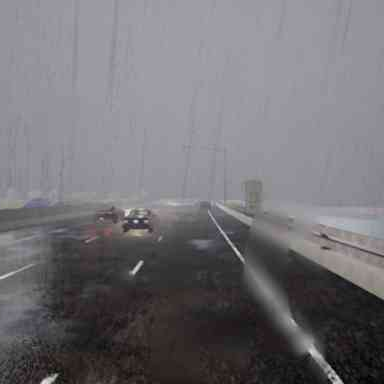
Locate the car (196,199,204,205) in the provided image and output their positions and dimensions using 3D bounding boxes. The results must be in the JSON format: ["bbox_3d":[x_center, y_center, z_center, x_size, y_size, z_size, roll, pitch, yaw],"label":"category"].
[{"bbox_3d":[2.072,2.522,83.886,1.994,1.385,4.181,0,-1,3],"label":"car"}]

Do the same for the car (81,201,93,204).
[{"bbox_3d":[-16.704,2.174,53.489,1.812,1.442,4.674,0,-1,2],"label":"car"}]

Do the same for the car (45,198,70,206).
[{"bbox_3d":[-20.273,2.126,51.431,1.837,1.490,4.892,0,-1,2],"label":"car"}]

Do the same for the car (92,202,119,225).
[{"bbox_3d":[-6.670,1.810,27.146,2.128,1.511,4.902,0,-1,1],"label":"car"}]

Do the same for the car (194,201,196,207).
[{"bbox_3d":[1.339,2.388,67.488,1.895,1.301,4.718,0,-1,2],"label":"car"}]

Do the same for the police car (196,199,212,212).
[{"bbox_3d":[1.962,2.025,49.734,1.930,1.638,5.238,0,-1,2],"label":"police car"}]

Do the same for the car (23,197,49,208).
[{"bbox_3d":[-23.768,1.844,51.487,2.150,2.045,5.566,0,-1,2],"label":"car"}]

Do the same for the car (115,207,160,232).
[{"bbox_3d":[-3.249,1.804,21.919,2.033,1.411,5.357,0,-1,1],"label":"car"}]
